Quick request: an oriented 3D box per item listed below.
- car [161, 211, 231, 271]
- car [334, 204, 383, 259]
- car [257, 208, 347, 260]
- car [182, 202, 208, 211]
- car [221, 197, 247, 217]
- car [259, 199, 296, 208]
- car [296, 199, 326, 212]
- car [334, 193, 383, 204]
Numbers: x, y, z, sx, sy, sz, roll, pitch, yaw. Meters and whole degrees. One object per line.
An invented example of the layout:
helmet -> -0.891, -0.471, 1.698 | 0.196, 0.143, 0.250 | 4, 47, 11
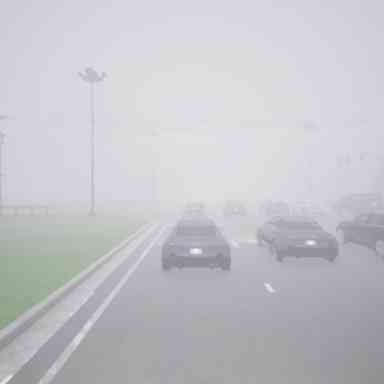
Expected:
car -> 0.126, 1.519, 10.760 | 1.994, 1.385, 4.181 | 0, 0, 1
car -> 7.138, 1.424, 12.317 | 1.882, 1.535, 5.008 | 0, 0, 1
car -> 3.637, 1.512, 12.145 | 1.994, 1.385, 4.181 | 0, 0, 1
car -> 0.188, 1.443, 24.718 | 2.033, 1.411, 5.357 | 0, 0, 1
car -> 3.733, 1.436, 30.095 | 1.994, 1.385, 4.181 | 0, 0, 0
car -> 7.231, 1.365, 29.551 | 2.128, 1.511, 4.902 | 0, 0, 0
car -> 10.732, 1.394, 30.569 | 1.812, 1.442, 4.674 | 0, 0, 0
car -> 14.227, 1.097, 28.593 | 2.150, 2.045, 5.566 | 0, 0, 0
